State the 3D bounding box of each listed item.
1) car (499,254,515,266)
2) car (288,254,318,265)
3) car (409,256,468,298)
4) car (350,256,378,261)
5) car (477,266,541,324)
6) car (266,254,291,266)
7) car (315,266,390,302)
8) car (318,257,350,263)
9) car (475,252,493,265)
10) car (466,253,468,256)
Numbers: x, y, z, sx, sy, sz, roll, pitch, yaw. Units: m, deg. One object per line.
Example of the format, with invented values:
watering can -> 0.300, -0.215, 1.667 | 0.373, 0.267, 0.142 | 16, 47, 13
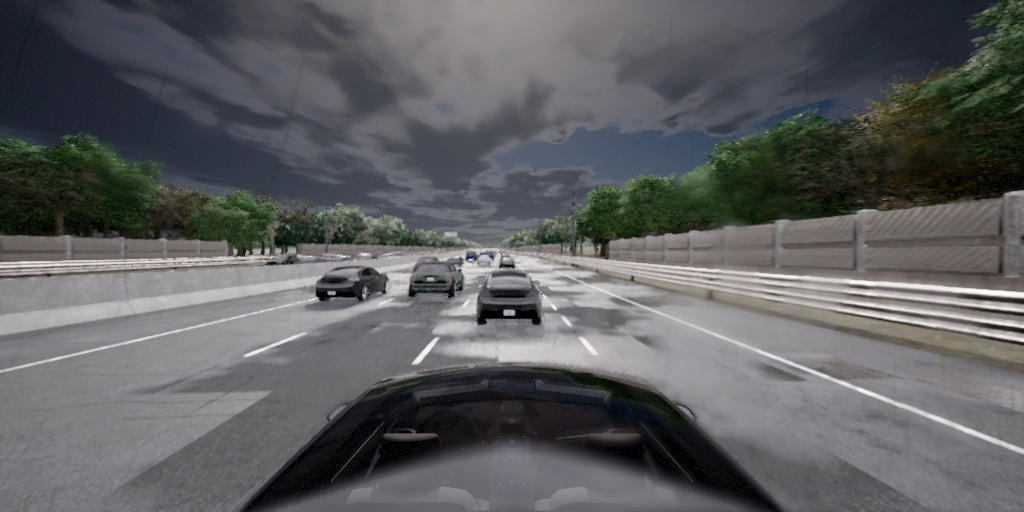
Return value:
car -> -0.660, 0.797, 47.091 | 1.994, 1.385, 4.181 | 0, 1, -1
car -> -25.182, 0.772, 45.095 | 2.033, 1.411, 5.357 | 0, 1, 0
car -> -3.684, 1.044, 18.201 | 2.097, 1.767, 4.553 | 0, 1, -1
car -> -18.196, 0.739, 45.257 | 1.837, 1.490, 4.892 | 0, 1, -1
car -> -0.102, 1.246, 11.917 | 1.837, 1.490, 4.892 | 0, 0, -1
car -> -28.686, 0.570, 45.104 | 2.097, 1.767, 4.553 | 0, 1, -1
car -> -7.163, 1.206, 16.608 | 1.837, 1.490, 4.892 | 0, 0, -1
car -> -21.686, 0.777, 45.183 | 2.033, 1.411, 5.357 | 0, 1, 0
car -> -4.356, 0.577, 56.641 | 1.812, 1.442, 4.674 | 0, 1, -1
car -> -7.706, 0.670, 49.388 | 2.128, 1.511, 4.902 | 0, 1, -1
